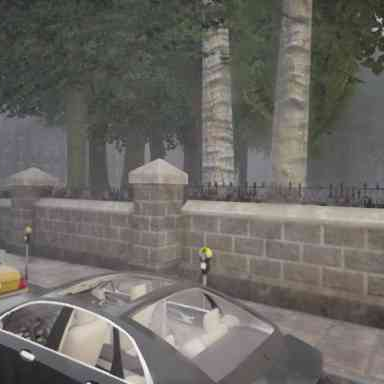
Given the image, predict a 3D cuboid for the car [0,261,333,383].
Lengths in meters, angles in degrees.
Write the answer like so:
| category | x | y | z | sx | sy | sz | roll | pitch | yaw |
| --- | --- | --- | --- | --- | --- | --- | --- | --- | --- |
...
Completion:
| category | x | y | z | sx | sy | sz | roll | pitch | yaw |
| --- | --- | --- | --- | --- | --- | --- | --- | --- | --- |
| car | -0.906 | 1.549 | 3.442 | 4.403 | 1.369 | 2.008 | 0 | 1 | 36 |
